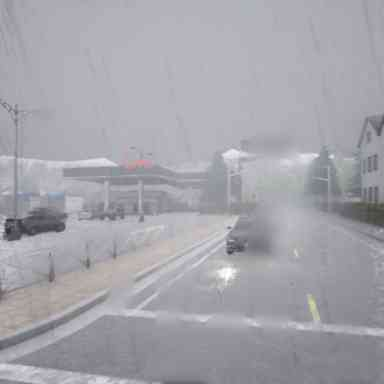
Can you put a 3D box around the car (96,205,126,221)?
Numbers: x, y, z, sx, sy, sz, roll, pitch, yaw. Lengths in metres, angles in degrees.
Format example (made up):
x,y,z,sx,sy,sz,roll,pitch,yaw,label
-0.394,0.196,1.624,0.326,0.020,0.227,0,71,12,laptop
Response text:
x,y,z,sx,sy,sz,roll,pitch,yaw,label
-9.835,2.568,41.643,1.905,1.878,3.866,-1,-2,15,car

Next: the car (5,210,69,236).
x,y,z,sx,sy,sz,roll,pitch,yaw,label
-10.859,2.262,23.425,2.007,1.523,4.514,-1,-2,15,car

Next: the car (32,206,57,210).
x,y,z,sx,sy,sz,roll,pitch,yaw,label
-15.019,2.448,34.875,1.932,1.855,4.605,-1,-2,15,car

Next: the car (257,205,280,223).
x,y,z,sx,sy,sz,roll,pitch,yaw,label
8.055,2.240,34.716,2.097,1.767,4.553,-1,-2,15,car

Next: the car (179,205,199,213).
x,y,z,sx,sy,sz,roll,pitch,yaw,label
-0.629,3.833,74.357,4.611,1.667,2.242,-1,-2,15,car

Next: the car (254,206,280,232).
x,y,z,sx,sy,sz,roll,pitch,yaw,label
5.352,1.976,24.722,2.097,1.767,4.553,-1,-2,15,car

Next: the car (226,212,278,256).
x,y,z,sx,sy,sz,roll,pitch,yaw,label
2.758,1.872,15.031,1.837,1.490,4.892,-1,-2,15,car

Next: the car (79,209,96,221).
x,y,z,sx,sy,sz,roll,pitch,yaw,label
-12.890,2.929,43.072,1.970,1.475,3.806,-1,-2,15,car
